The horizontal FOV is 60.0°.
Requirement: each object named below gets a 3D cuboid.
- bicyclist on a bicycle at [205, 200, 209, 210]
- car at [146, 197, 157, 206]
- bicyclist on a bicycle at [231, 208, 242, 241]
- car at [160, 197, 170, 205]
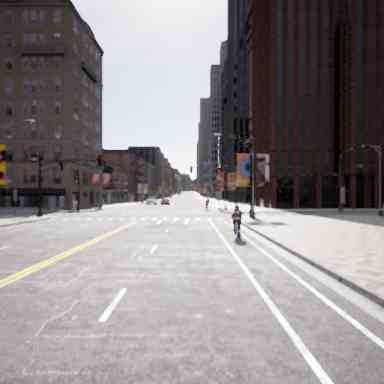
[{"bbox_3d":[2.282,2.058,50.939,0.582,1.620,1.656,0,-1,0],"label":"bicyclist on a bicycle"},{"bbox_3d":[-9.739,2.184,79.780,2.150,2.045,5.566,0,-1,0],"label":"car"},{"bbox_3d":[2.277,1.644,16.922,0.582,1.620,1.656,0,-1,0],"label":"bicyclist on a bicycle"},{"bbox_3d":[-6.489,2.315,79.838,2.097,1.767,4.553,0,-1,0],"label":"car"}]
